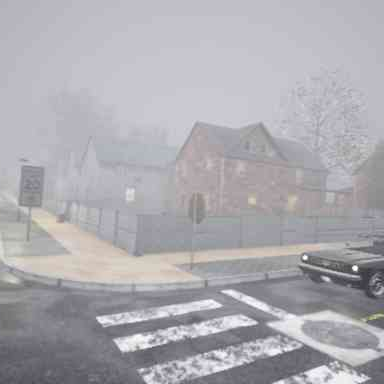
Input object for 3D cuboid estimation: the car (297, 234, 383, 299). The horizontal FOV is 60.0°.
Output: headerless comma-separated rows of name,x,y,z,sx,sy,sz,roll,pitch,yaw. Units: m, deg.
car,5.185,1.870,9.115,4.718,1.301,1.895,2,-1,-29
